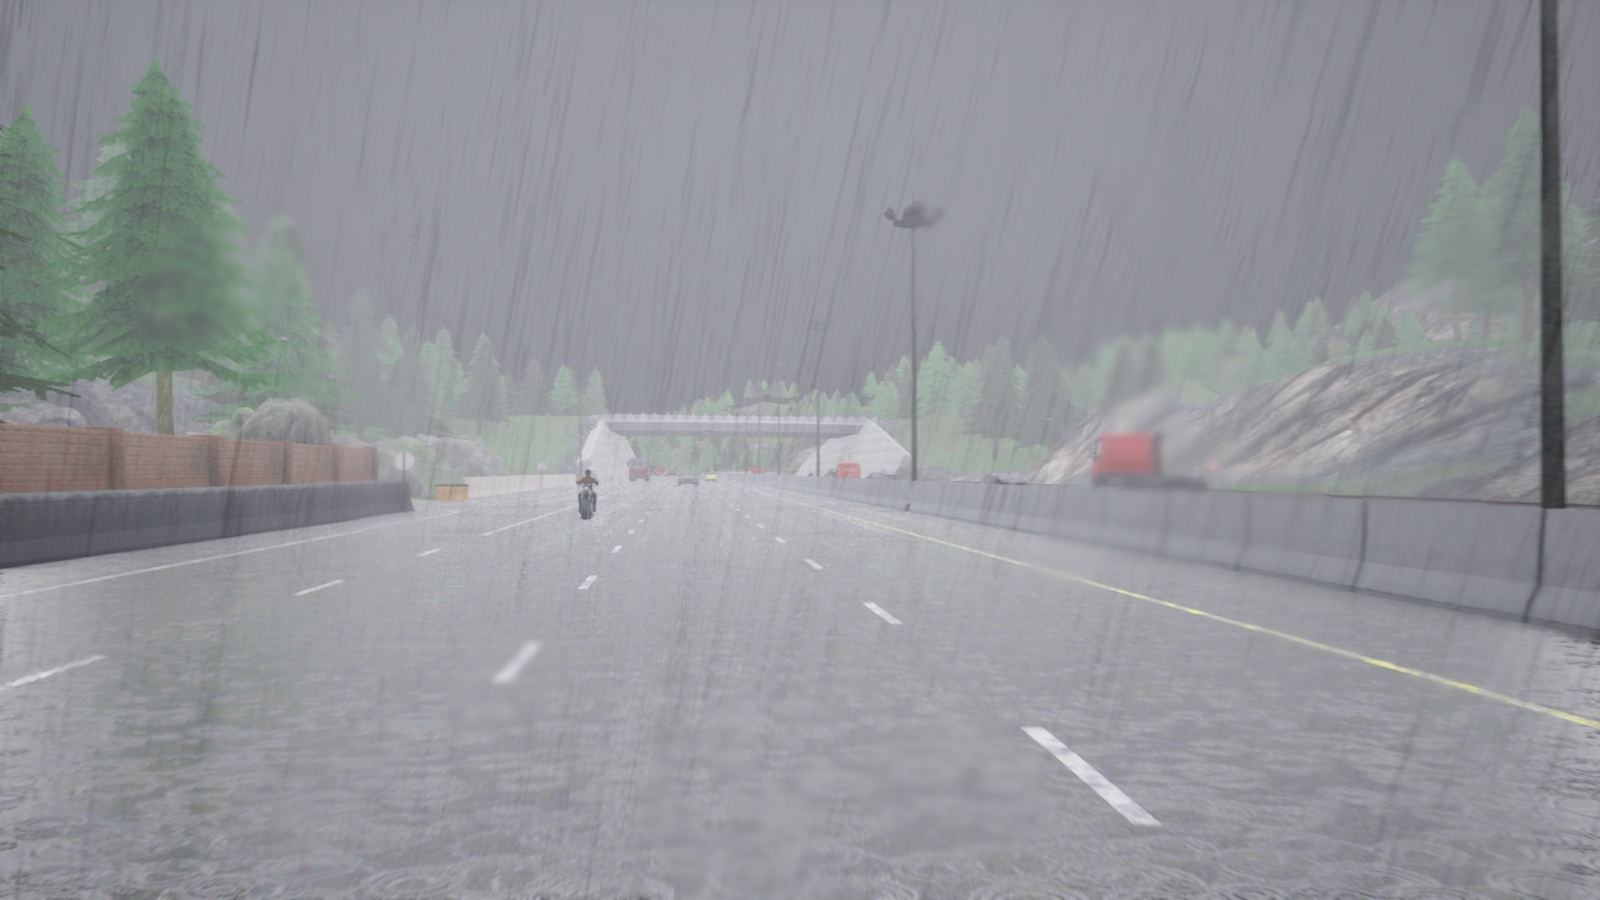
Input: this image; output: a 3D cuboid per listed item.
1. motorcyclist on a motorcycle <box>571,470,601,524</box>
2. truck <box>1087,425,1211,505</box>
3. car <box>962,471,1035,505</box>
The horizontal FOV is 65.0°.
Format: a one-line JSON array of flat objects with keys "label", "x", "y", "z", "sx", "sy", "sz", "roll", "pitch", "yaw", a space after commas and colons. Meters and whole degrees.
[{"label": "motorcyclist on a motorcycle", "x": -6.861, "y": 1.483, "z": 40.363, "sx": 0.766, "sy": 1.649, "sz": 2.350, "roll": 0, "pitch": -1, "yaw": -5}, {"label": "truck", "x": 16.046, "y": 0.700, "z": 58.410, "sx": 2.891, "sy": 3.462, "sz": 7.936, "roll": 0, "pitch": -1, "yaw": -5}, {"label": "car", "x": 9.076, "y": 1.718, "z": 57.819, "sx": 2.163, "sy": 1.488, "sz": 4.792, "roll": 0, "pitch": -1, "yaw": -5}]
